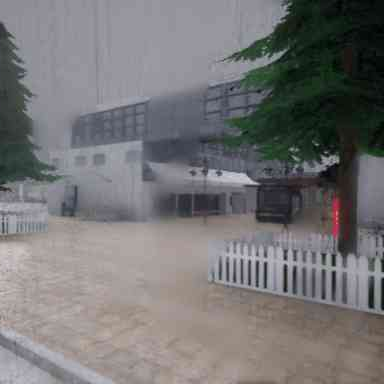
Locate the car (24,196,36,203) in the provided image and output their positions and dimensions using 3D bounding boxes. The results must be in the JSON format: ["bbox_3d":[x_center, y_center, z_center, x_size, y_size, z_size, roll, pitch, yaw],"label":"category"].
[{"bbox_3d":[-35.488,1.750,74.034,4.514,1.523,2.007,0,-1,37],"label":"car"}]

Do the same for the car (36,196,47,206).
[{"bbox_3d":[-24.492,1.479,57.837,4.605,1.855,1.932,0,-1,37],"label":"car"}]
